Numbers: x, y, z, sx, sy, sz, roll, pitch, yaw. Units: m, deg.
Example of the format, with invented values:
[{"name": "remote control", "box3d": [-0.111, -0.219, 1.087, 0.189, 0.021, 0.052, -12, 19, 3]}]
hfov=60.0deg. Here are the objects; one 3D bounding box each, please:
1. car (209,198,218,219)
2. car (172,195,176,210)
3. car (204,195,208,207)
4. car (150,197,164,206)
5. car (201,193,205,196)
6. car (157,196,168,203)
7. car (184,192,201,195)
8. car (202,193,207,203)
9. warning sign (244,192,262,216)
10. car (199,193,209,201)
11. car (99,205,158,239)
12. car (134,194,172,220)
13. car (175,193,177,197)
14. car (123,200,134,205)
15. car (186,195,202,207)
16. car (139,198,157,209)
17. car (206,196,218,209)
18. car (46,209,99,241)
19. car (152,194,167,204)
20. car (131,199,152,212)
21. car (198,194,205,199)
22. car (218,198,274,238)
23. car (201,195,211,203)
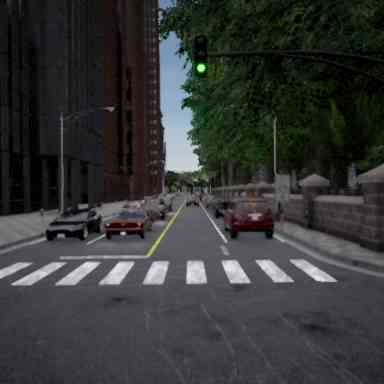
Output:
[{"name": "car", "box3d": [2.741, 1.448, 27.771, 1.947, 1.339, 4.313, -1, 0, 0]}, {"name": "car", "box3d": [-3.116, 1.429, 37.519, 1.837, 1.490, 4.892, -1, 0, 0]}, {"name": "car", "box3d": [2.735, 1.412, 38.685, 2.008, 1.369, 4.403, -1, 0, 0]}, {"name": "car", "box3d": [-5.797, 1.499, 55.045, 1.802, 1.307, 4.206, -1, 0, 0]}, {"name": "car", "box3d": [2.729, 1.280, 49.598, 1.967, 1.590, 4.097, -1, 0, 0]}, {"name": "car", "box3d": [-5.803, 1.442, 65.958, 1.887, 1.381, 4.507, -1, 0, 0]}, {"name": "car", "box3d": [0.062, 1.336, 61.557, 2.128, 1.511, 4.902, -1, 0, 0]}, {"name": "car", "box3d": [2.732, 1.291, 44.141, 1.967, 1.590, 4.097, -1, 0, 0]}, {"name": "warning sign", "box3d": [5.041, 0.975, 27.515, 1.300, 1.860, 1.060, -1, 0, 0]}, {"name": "car", "box3d": [2.713, 1.108, 76.880, 2.192, 1.841, 5.009, -1, 0, 0]}, {"name": "car", "box3d": [-3.115, 1.565, 17.294, 1.895, 1.301, 4.718, -1, 0, 0]}, {"name": "car", "box3d": [-3.121, 1.296, 27.286, 2.097, 1.767, 4.553, -1, 0, 1]}, {"name": "car", "box3d": [-5.814, 1.417, 87.787, 2.008, 1.369, 4.403, -1, 0, 0]}, {"name": "car", "box3d": [-5.787, 1.511, 33.216, 2.008, 1.369, 4.403, -1, 0, 0]}, {"name": "car", "box3d": [0.072, 1.469, 49.059, 1.895, 1.301, 4.718, -1, 0, 0]}, {"name": "car", "box3d": [-5.792, 1.521, 44.131, 1.802, 1.307, 4.206, -1, 0, 0]}, {"name": "car", "box3d": [2.738, 1.423, 33.228, 2.008, 1.369, 4.403, -1, 0, 0]}, {"name": "car", "box3d": [-5.778, 1.559, 16.846, 1.947, 1.339, 4.313, -1, 0, 0]}, {"name": "car", "box3d": [-5.803, 1.222, 60.501, 2.192, 1.841, 5.009, -1, 0, 0]}, {"name": "car", "box3d": [-5.789, 1.531, 38.673, 1.802, 1.307, 4.206, -1, 0, 0]}, {"name": "car", "box3d": [2.708, 1.336, 93.250, 1.947, 1.339, 4.313, -1, 0, 0]}, {"name": "car", "box3d": [2.744, 1.220, 16.859, 2.192, 1.841, 5.009, -1, 0, 0]}, {"name": "car", "box3d": [2.721, 1.335, 66.137, 1.752, 1.417, 4.829, -1, 0, 0]}]
